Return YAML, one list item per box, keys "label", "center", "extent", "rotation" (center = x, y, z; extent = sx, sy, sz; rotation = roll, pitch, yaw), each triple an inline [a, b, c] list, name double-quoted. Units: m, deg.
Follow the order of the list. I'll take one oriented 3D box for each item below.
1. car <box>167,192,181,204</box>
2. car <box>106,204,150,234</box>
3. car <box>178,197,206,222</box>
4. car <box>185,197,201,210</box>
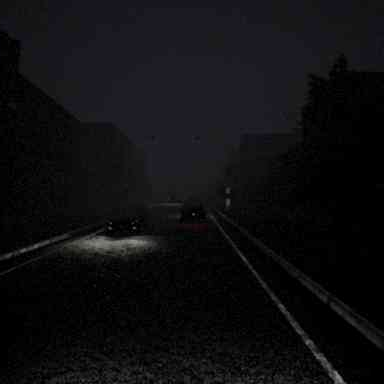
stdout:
- label: "car"
  center: [-3.214, 1.076, 61.161]
  extent: [2.150, 2.045, 5.566]
  rotation: [0, 0, 3]
- label: "car"
  center: [-3.596, 1.460, 19.375]
  extent: [1.882, 1.535, 5.008]
  rotation: [0, 0, 0]
- label: "car"
  center: [0.104, 1.438, 26.339]
  extent: [1.882, 1.535, 5.008]
  rotation: [0, 1, 0]
- label: "car"
  center: [0.108, 1.456, 43.011]
  extent: [2.033, 1.411, 5.357]
  rotation: [0, 0, 0]
